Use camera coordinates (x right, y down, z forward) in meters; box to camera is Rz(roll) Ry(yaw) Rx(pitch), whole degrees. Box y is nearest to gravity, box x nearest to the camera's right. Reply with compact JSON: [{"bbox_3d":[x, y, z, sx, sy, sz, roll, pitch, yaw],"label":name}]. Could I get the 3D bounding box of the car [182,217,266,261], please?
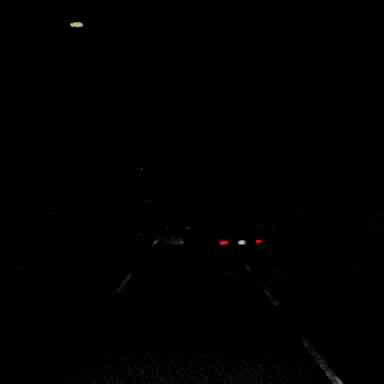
[{"bbox_3d":[0.990,1.690,13.036,2.033,1.411,5.357,0,-1,-14],"label":"car"}]
